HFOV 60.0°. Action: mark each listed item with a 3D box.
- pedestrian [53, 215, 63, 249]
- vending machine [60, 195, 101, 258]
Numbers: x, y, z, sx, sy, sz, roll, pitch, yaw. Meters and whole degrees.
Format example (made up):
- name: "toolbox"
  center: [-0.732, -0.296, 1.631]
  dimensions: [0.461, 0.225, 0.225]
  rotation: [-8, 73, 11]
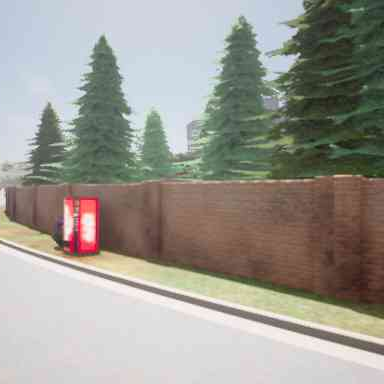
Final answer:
- name: "pedestrian"
  center: [-4.824, 1.394, 12.192]
  dimensions: [0.375, 1.300, 0.375]
  rotation: [0, 0, 44]
- name: "vending machine"
  center: [-4.003, 1.175, 11.982]
  dimensions: [0.880, 2.100, 1.100]
  rotation: [0, 0, 43]
